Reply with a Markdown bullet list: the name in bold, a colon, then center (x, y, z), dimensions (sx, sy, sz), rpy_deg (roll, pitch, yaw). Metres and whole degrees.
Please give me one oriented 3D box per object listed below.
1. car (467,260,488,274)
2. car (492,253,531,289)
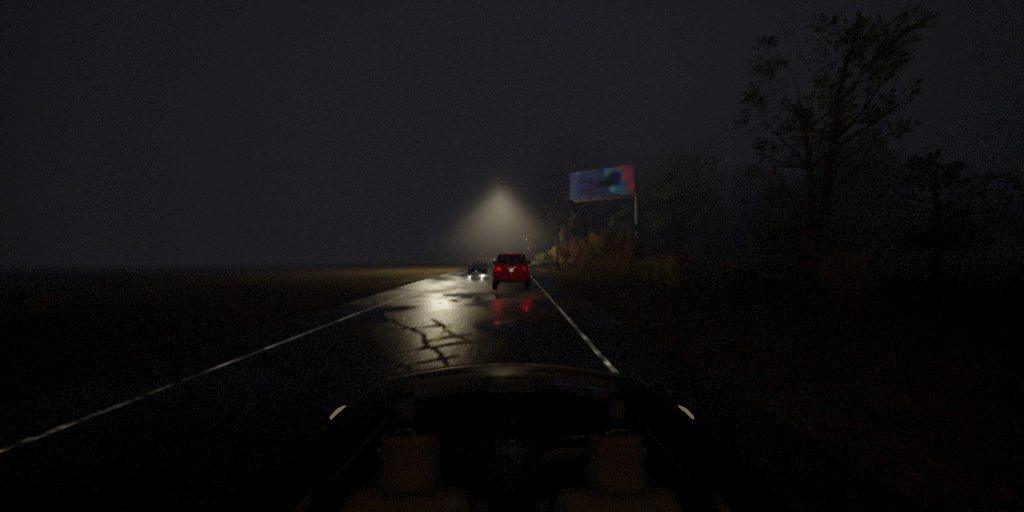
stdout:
- **car**: center (-3.549, 1.106, 38.140), dimensions (2.033, 1.411, 5.357), rpy_deg (0, 0, 0)
- **car**: center (-0.015, 0.857, 21.897), dimensions (2.150, 2.045, 5.566), rpy_deg (0, 0, 1)
